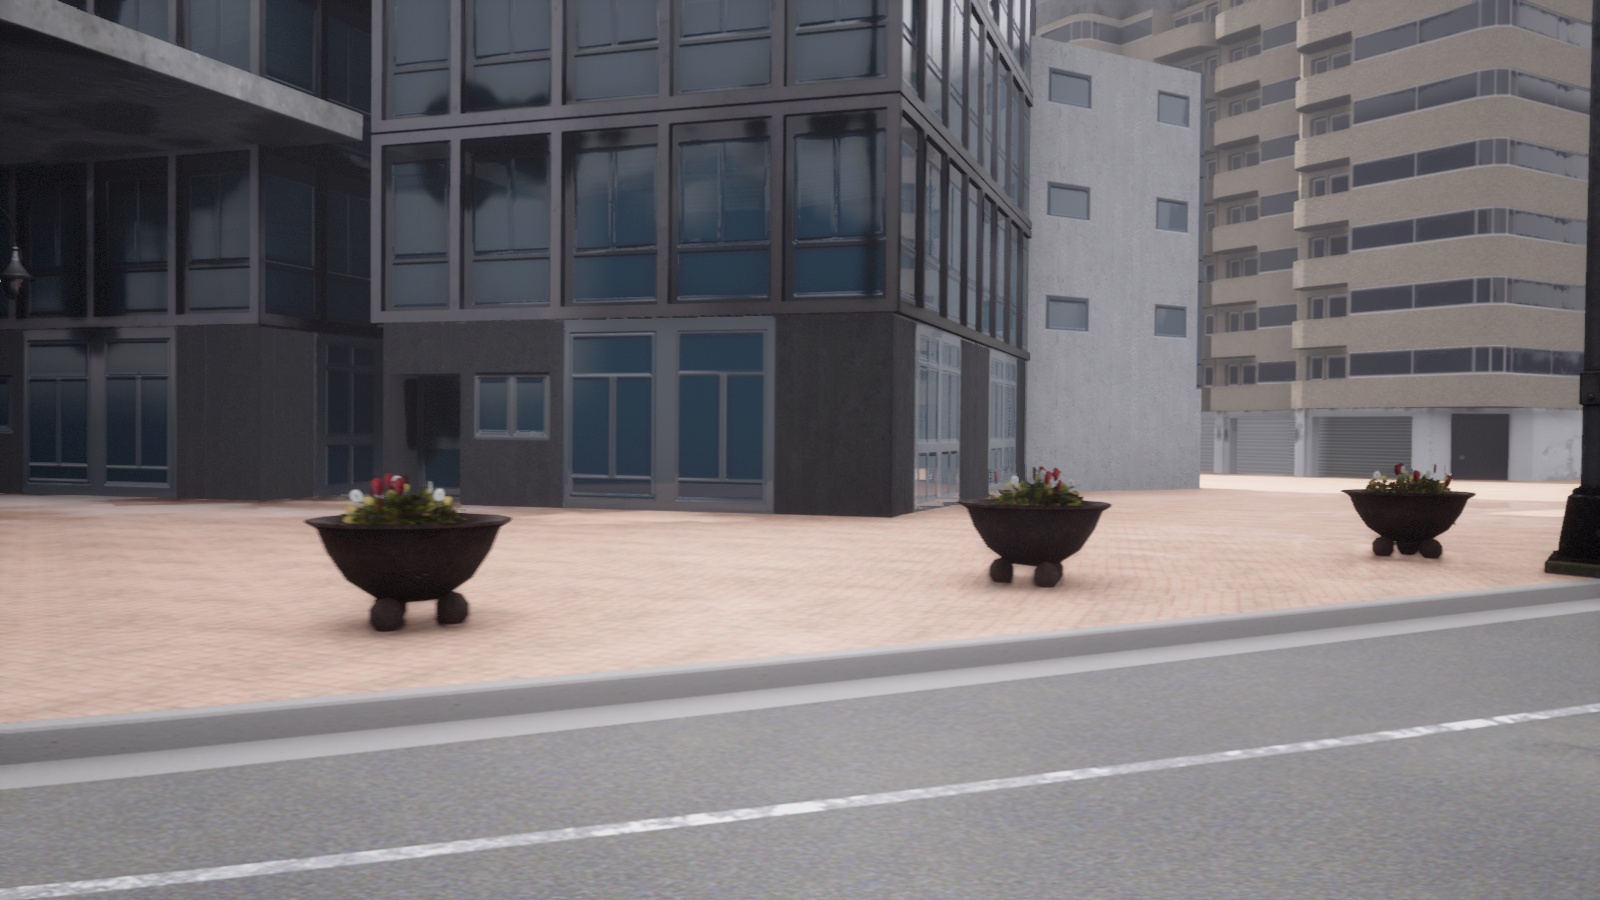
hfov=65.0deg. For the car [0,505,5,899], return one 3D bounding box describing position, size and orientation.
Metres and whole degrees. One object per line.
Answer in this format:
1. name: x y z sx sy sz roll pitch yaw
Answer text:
1. car: -2.956 0.851 2.294 2.207 1.376 1.481 0 1 -16
